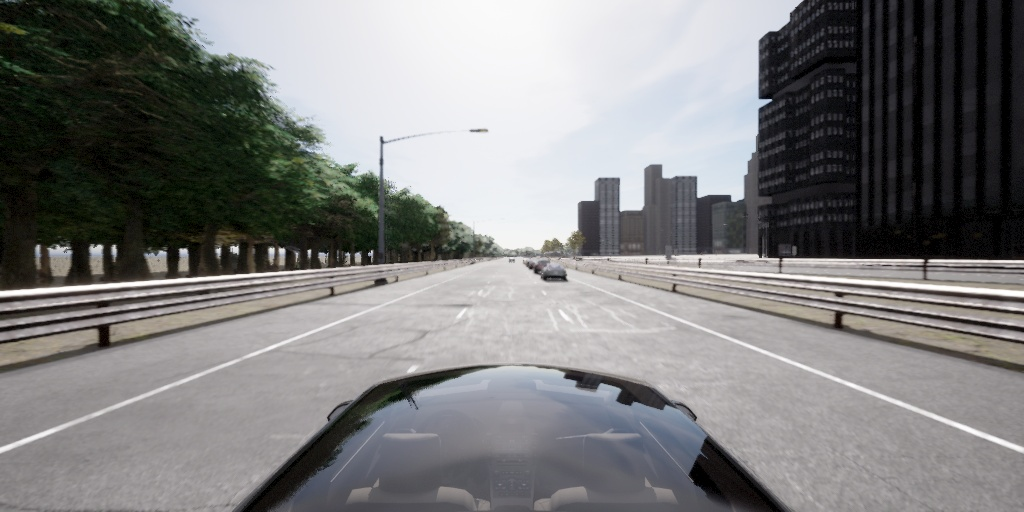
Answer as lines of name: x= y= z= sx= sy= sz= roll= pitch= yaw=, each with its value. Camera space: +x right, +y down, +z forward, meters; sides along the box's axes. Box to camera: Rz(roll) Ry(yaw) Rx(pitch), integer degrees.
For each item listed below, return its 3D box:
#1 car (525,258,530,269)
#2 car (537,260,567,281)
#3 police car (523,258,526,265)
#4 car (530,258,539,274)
car: x=3.485 y=1.245 z=52.598 sx=2.163 sy=1.488 sz=4.792 roll=0 pitch=0 yaw=0
car: x=3.495 y=1.321 z=30.536 sx=1.994 sy=1.385 sz=4.181 roll=0 pitch=0 yaw=0
police car: x=3.489 y=1.145 z=63.644 sx=1.930 sy=1.638 sz=5.238 roll=0 pitch=0 yaw=0
car: x=3.493 y=1.185 z=41.536 sx=2.033 sy=1.649 sz=4.856 roll=0 pitch=0 yaw=0
